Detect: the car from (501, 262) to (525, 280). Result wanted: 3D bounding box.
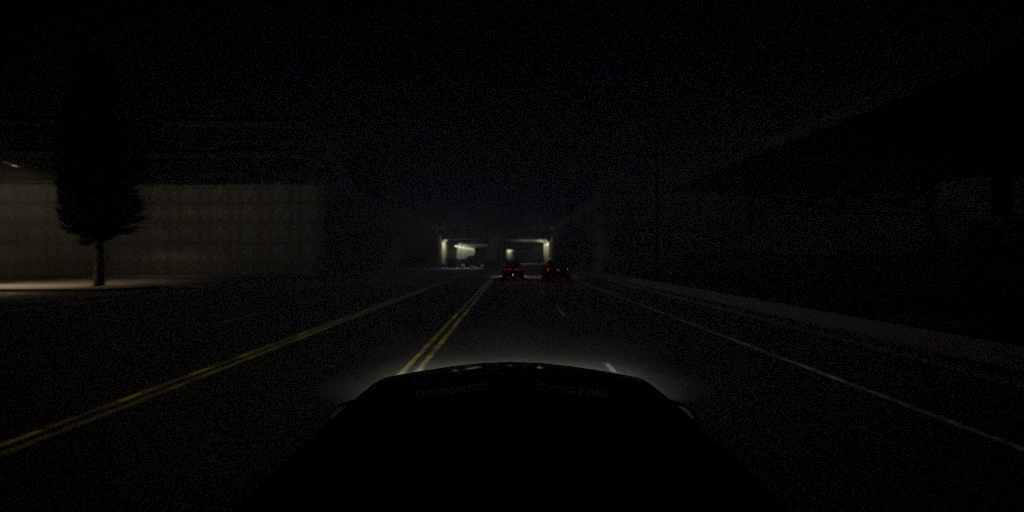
[{"bbox_3d":[0.084,1.256,31.227,1.837,1.490,4.892,0,0,0],"label":"car"}]

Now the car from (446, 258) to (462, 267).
[{"bbox_3d":[-10.534,1.112,64.419,2.097,1.767,4.553,0,0,0],"label":"car"}]

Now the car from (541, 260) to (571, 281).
[{"bbox_3d":[3.583,1.102,29.896,2.097,1.767,4.553,0,0,0],"label":"car"}]

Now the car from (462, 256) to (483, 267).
[{"bbox_3d":[-7.034,0.976,64.399,2.150,2.045,5.566,0,0,0],"label":"car"}]
